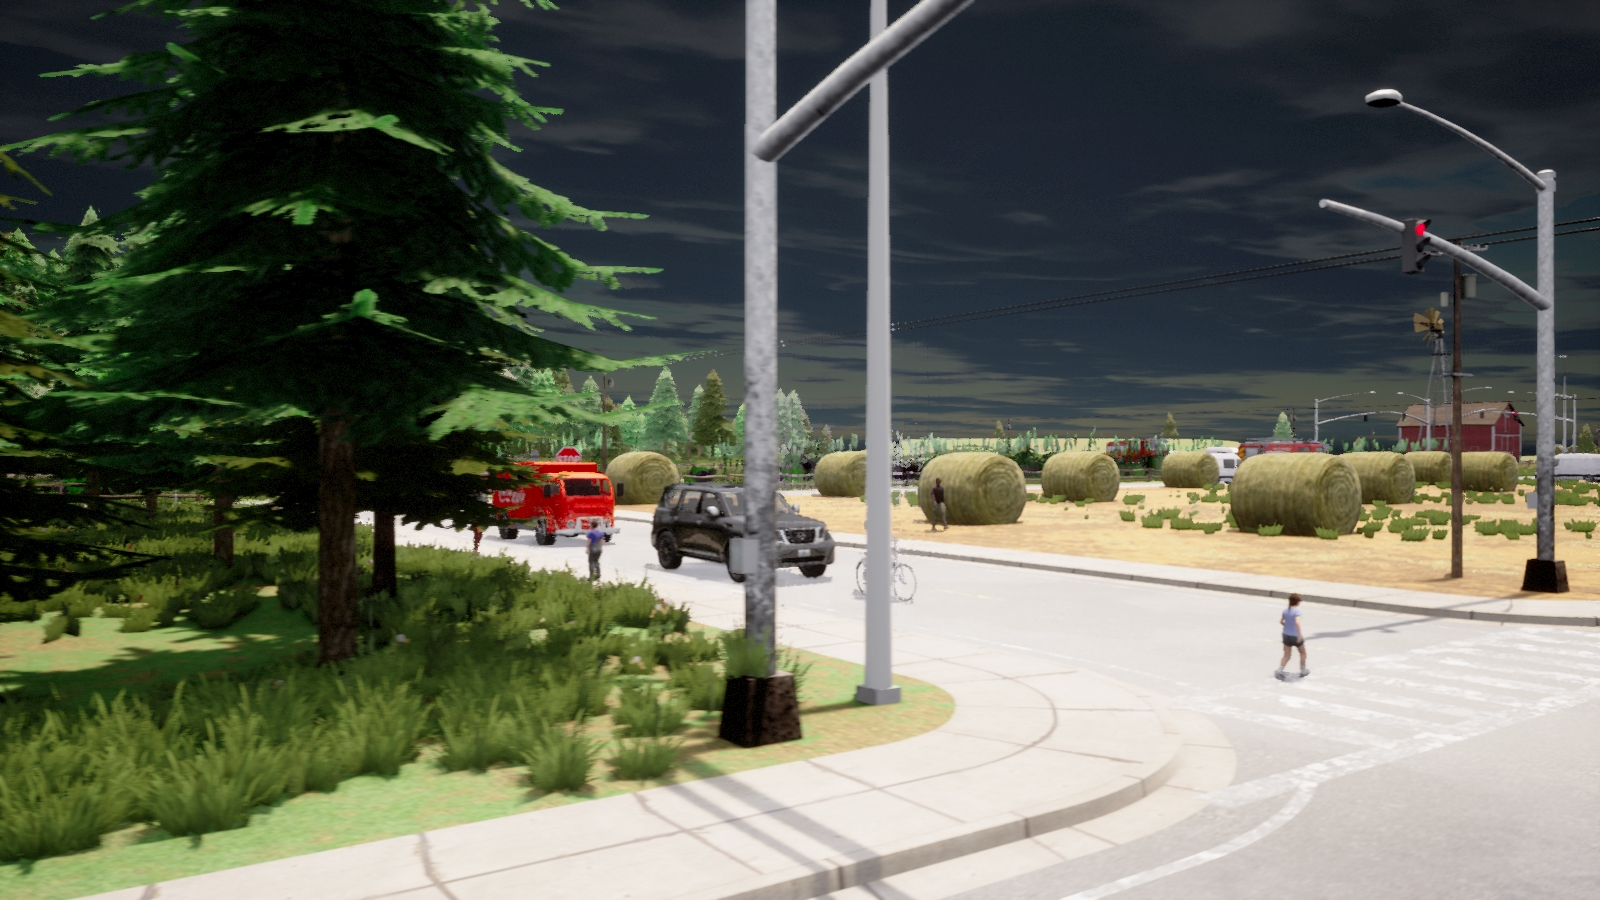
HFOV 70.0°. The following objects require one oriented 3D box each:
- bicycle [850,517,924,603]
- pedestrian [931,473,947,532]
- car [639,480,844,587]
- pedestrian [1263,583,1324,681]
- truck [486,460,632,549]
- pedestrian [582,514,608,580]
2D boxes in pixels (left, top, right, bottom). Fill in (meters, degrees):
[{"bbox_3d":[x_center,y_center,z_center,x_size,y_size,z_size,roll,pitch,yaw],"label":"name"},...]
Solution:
[{"bbox_3d":[1.640,2.066,21.775,0.329,1.471,1.835,0,0,-34],"label":"bicycle"},{"bbox_3d":[4.488,1.692,36.869,0.375,1.860,0.375,0,0,-20],"label":"pedestrian"},{"bbox_3d":[-1.499,1.786,26.349,2.150,2.045,5.566,0,0,-34],"label":"car"},{"bbox_3d":[6.098,2.234,14.129,0.500,1.100,0.500,0,0,-34],"label":"pedestrian"},{"bbox_3d":[-7.561,1.570,35.381,2.627,2.467,5.204,0,0,-34],"label":"truck"},{"bbox_3d":[-4.199,1.979,23.389,0.375,1.300,0.375,0,0,-42],"label":"pedestrian"}]
